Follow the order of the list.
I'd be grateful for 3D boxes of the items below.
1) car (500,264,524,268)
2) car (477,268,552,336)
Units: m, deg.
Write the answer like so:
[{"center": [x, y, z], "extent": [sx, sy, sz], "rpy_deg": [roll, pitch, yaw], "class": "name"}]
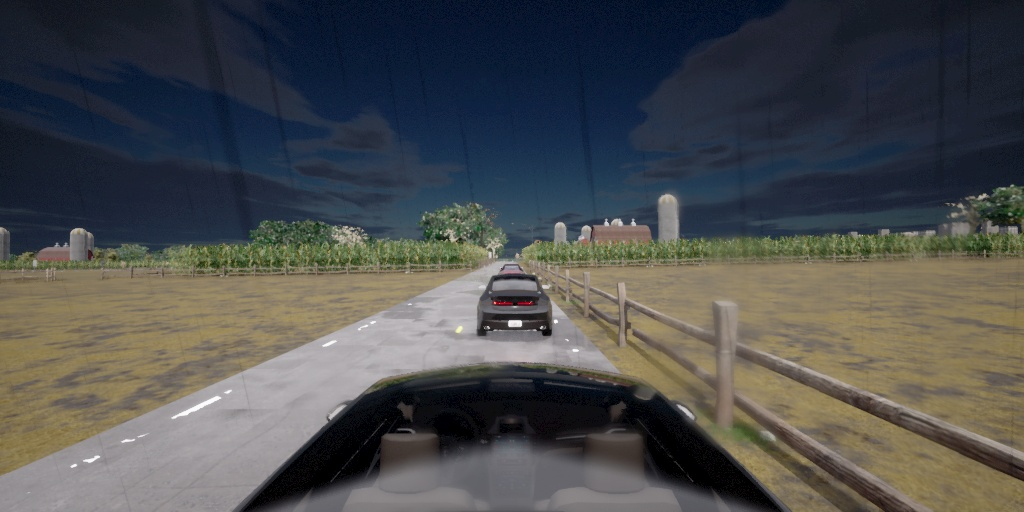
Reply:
[{"center": [-0.028, 1.295, 27.265], "extent": [1.994, 1.385, 4.181], "rpy_deg": [0, 0, 0], "class": "car"}, {"center": [0.058, 1.253, 10.367], "extent": [1.837, 1.490, 4.892], "rpy_deg": [0, 0, 0], "class": "car"}]
